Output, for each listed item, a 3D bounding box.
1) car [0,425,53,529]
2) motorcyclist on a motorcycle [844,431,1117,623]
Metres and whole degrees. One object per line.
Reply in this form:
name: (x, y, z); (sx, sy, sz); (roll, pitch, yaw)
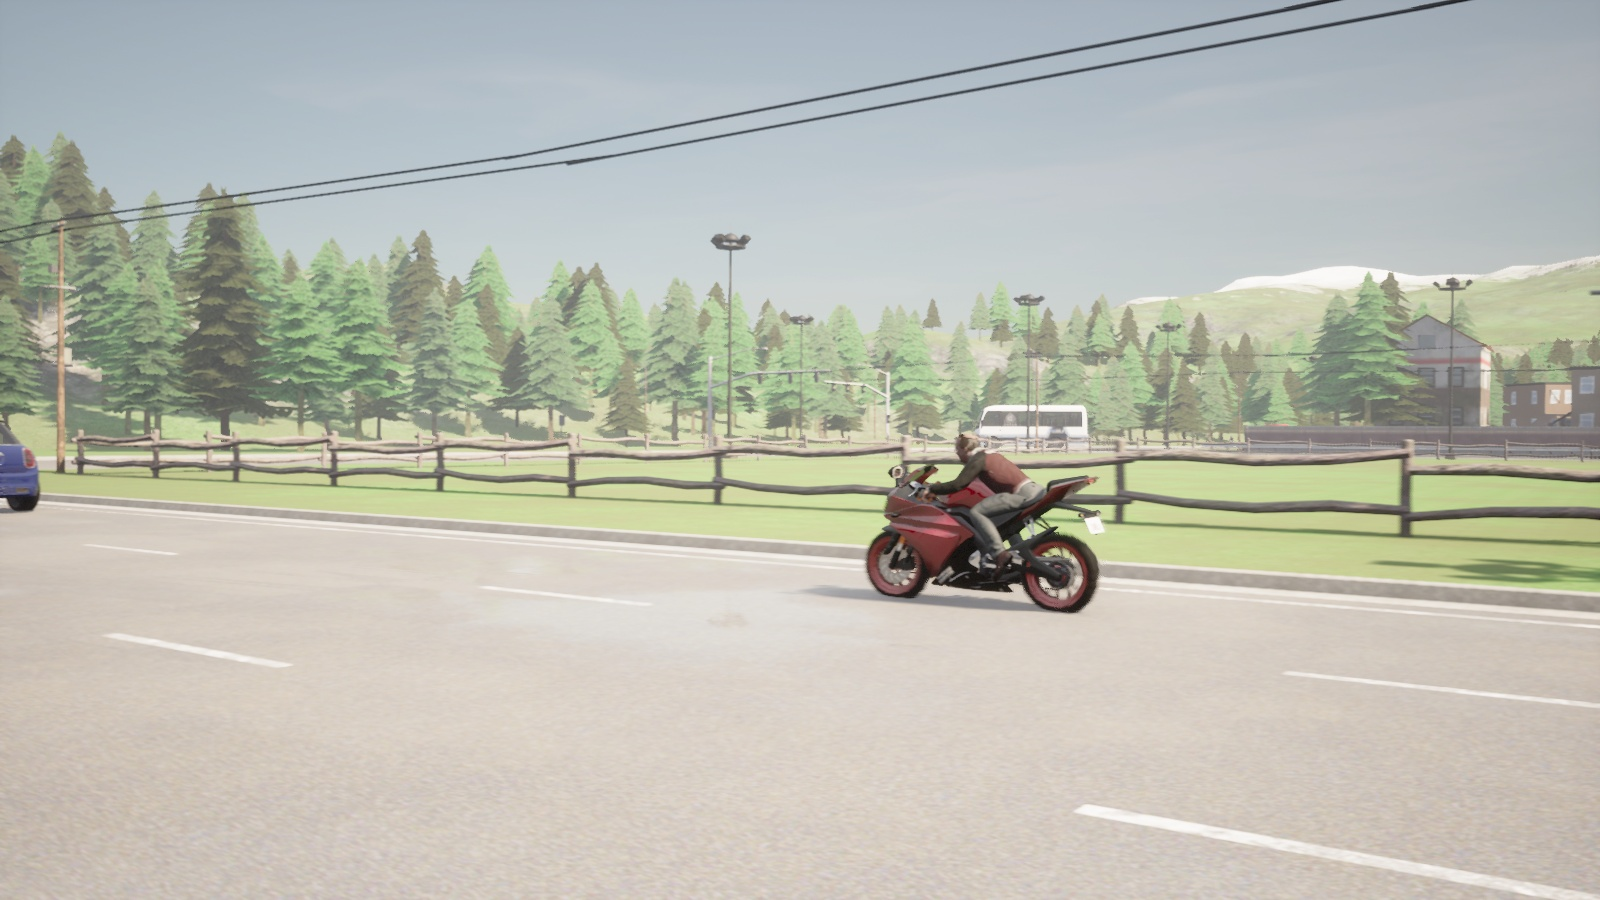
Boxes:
car: (-15.574, 0.466, 22.373); (4.553, 1.767, 2.097); (0, 1, 34)
motorcyclist on a motorcycle: (1.557, 0.610, 10.993); (2.191, 1.530, 0.866); (0, 1, 34)
